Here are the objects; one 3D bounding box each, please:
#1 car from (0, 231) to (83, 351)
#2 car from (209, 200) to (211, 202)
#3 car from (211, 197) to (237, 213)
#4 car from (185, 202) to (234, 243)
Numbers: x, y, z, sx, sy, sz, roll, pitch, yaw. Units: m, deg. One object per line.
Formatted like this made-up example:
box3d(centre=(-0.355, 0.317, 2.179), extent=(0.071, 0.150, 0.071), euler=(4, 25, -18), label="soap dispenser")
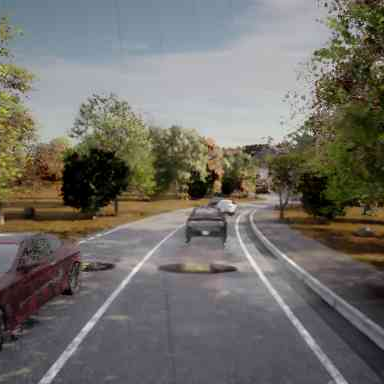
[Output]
box3d(centre=(-3.466, 1.500, 5.972), extent=(1.812, 1.442, 4.674), euler=(0, 0, 2), label="car")
box3d(centre=(3.912, 1.478, 48.765), extent=(2.033, 1.411, 5.357), euler=(2, 0, 19), label="car")
box3d(centre=(3.475, 1.520, 33.659), extent=(1.812, 1.442, 4.674), euler=(1, 0, 13), label="car")
box3d(centre=(0.756, 1.475, 16.166), extent=(2.128, 1.511, 4.902), euler=(0, 0, 5), label="car")
